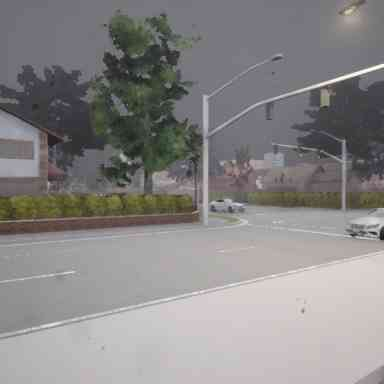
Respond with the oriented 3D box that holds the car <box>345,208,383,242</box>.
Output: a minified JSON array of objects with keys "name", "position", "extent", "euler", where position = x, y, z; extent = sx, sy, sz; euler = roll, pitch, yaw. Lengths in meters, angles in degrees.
[{"name":"car","position":[9.624,1.487,16.177],"extent":[4.674,1.442,1.812],"euler":[0,-1,-24]}]

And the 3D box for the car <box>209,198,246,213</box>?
[{"name":"car","position":[3.773,1.435,36.342],"extent":[1.812,1.442,4.674],"euler":[0,0,-36]}]
